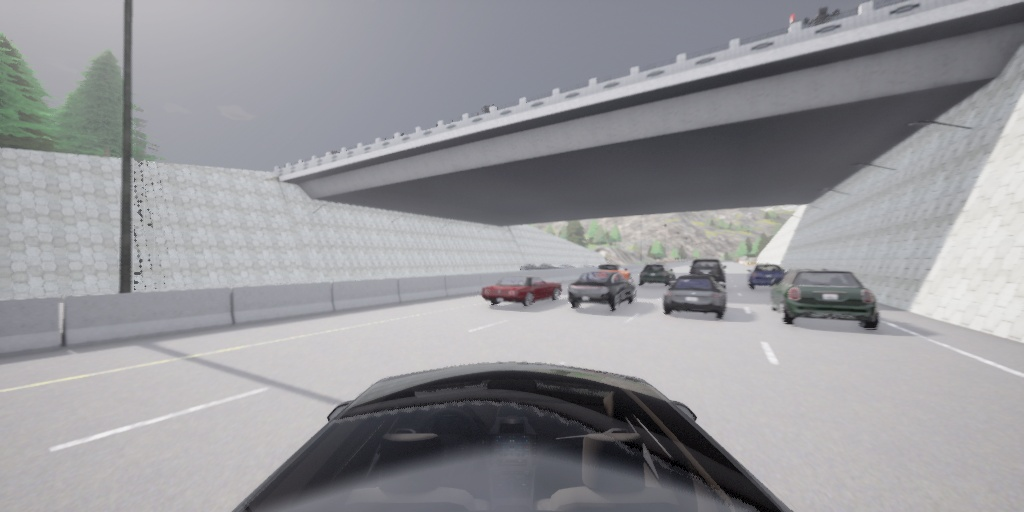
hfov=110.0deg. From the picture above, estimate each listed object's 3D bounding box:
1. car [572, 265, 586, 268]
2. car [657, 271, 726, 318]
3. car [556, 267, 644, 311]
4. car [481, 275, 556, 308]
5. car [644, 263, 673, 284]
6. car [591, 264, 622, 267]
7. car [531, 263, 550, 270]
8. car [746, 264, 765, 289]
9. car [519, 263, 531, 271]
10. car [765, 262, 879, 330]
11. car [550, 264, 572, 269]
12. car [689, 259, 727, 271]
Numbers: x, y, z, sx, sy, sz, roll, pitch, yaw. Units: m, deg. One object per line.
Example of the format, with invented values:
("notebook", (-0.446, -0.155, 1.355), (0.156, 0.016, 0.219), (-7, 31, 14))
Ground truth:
("car", (11.653, 2.028, 56.526), (1.895, 1.301, 4.718), (-1, -1, 31))
("car", (7.098, 1.440, 13.839), (1.994, 1.385, 4.181), (-1, -1, 31))
("car", (3.986, 1.406, 15.455), (2.128, 1.511, 4.902), (-1, -1, 31))
("car", (0.649, 1.550, 16.692), (1.895, 1.301, 4.718), (-1, -1, 31))
("car", (11.505, 1.398, 28.330), (2.097, 1.767, 4.553), (-1, -1, 31))
("car", (8.482, 1.439, 30.096), (2.097, 1.767, 4.553), (-1, -1, 31))
("car", (5.529, 2.012, 59.894), (1.837, 1.490, 4.892), (-1, -1, 31))
("car", (17.551, 1.317, 24.805), (2.097, 1.767, 4.553), (-1, -1, 31))
("car", (3.023, 2.047, 62.513), (2.128, 1.511, 4.902), (-1, -1, 31))
("car", (9.984, 1.184, 11.849), (2.097, 1.767, 4.553), (-1, -1, 31))
("car", (8.566, 2.014, 58.158), (2.033, 1.411, 5.357), (-1, -1, 31))
("car", (13.989, 1.220, 25.673), (2.150, 2.045, 5.566), (-1, -1, 31))
